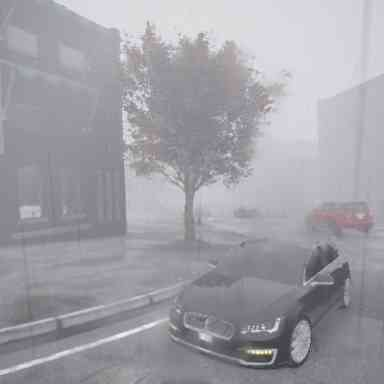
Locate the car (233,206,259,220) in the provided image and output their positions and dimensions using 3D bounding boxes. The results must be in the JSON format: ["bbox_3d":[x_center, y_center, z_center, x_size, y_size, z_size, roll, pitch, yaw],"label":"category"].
[{"bbox_3d":[6.446,2.468,40.337,1.882,1.535,5.008,-2,-1,-11],"label":"car"}]

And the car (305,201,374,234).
[{"bbox_3d":[9.647,1.647,22.263,2.150,2.045,5.566,-2,-1,-6],"label":"car"}]

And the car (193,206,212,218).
[{"bbox_3d":[1.401,2.819,47.043,1.837,1.490,4.892,-2,-1,-11],"label":"car"}]

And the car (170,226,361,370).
[{"bbox_3d":[1.597,1.609,6.116,1.837,1.490,4.892,1,-1,36],"label":"car"}]
